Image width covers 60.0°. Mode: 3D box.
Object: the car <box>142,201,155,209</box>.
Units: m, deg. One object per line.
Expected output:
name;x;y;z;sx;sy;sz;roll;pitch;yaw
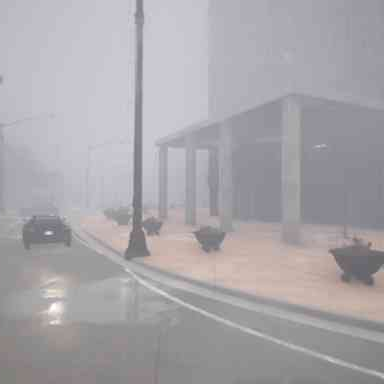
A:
car;-7.806;2.181;56.333;1.882;1.535;5.008;0;-1;14

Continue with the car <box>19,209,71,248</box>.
car;-7.008;1.729;15.880;1.994;1.385;4.181;1;-1;-28

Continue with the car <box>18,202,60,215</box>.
car;-16.867;1.875;36.858;1.837;1.490;4.892;0;0;19

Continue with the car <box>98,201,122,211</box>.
car;-12.702;2.082;51.773;1.882;1.535;5.008;0;0;14
